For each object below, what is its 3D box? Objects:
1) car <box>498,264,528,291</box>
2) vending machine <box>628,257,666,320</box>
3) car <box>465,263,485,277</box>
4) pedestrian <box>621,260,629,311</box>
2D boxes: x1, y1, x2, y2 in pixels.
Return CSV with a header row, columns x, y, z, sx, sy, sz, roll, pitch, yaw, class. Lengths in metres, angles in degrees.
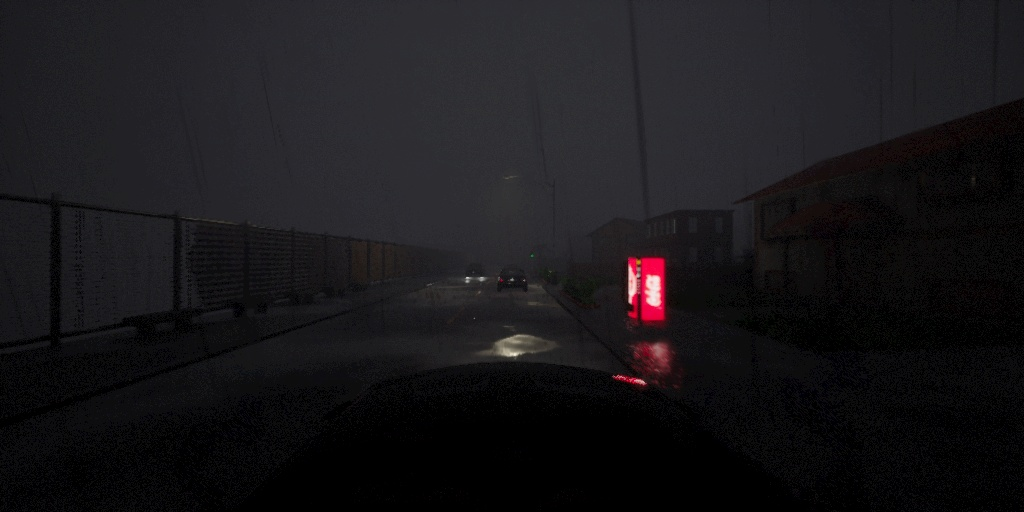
x,y,z,sx,sy,sz,roll,pitch,yaw,class
0.032,1.466,23.248,2.033,1.411,5.357,0,0,0,car
4.312,1.009,11.510,1.100,2.100,0.880,0,0,0,vending machine
-4.019,1.508,39.953,1.837,1.490,4.892,0,-2,0,car
4.107,1.010,12.568,0.375,1.860,0.375,0,0,0,pedestrian
